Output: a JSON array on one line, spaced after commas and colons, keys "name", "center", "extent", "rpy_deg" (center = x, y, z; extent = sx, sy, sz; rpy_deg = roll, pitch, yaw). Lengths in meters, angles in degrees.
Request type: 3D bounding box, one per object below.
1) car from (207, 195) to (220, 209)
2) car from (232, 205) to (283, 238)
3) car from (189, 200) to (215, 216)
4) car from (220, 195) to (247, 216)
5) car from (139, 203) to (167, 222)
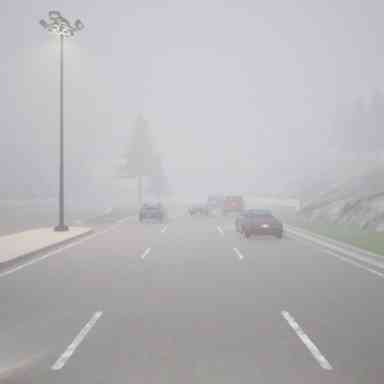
[{"name": "car", "center": [3.428, 1.450, 44.287], "extent": [2.150, 2.045, 5.566], "rpy_deg": [0, 0, 16]}, {"name": "car", "center": [3.605, 1.659, 18.386], "extent": [1.994, 1.385, 4.181], "rpy_deg": [0, 0, 0]}, {"name": "car", "center": [0.951, 1.777, 34.233], "extent": [1.895, 1.301, 4.718], "rpy_deg": [0, 0, 9]}, {"name": "car", "center": [4.512, 1.400, 34.831], "extent": [2.150, 2.045, 5.566], "rpy_deg": [0, -1, 11]}, {"name": "car", "center": [-3.197, 1.637, 27.943], "extent": [2.128, 1.511, 4.902], "rpy_deg": [0, 0, 2]}]
